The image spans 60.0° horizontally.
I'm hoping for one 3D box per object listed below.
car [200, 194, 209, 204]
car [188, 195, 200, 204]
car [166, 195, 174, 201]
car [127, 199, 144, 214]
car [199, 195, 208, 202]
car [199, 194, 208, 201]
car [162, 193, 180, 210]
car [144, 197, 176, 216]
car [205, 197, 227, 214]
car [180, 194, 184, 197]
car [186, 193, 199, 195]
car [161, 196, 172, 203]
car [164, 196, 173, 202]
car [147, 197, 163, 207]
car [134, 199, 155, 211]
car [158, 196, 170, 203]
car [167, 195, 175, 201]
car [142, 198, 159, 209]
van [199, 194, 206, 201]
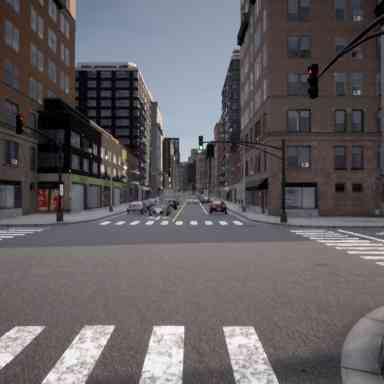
[{"bbox_3d":[2.796,1.624,63.519,1.802,1.307,4.206,1,0,0],"label":"car"},{"bbox_3d":[0.118,1.642,62.386,1.895,1.301,4.718,0,0,0],"label":"car"},{"bbox_3d":[-5.684,1.573,85.712,1.752,1.417,4.829,1,0,0],"label":"car"},{"bbox_3d":[-5.815,1.603,35.610,1.802,1.307,4.206,1,0,0],"label":"car"},{"bbox_3d":[2.837,1.487,80.276,1.967,1.590,4.097,1,0,0],"label":"car"},{"bbox_3d":[2.852,1.363,85.862,2.192,1.841,5.009,1,0,0],"label":"car"},{"bbox_3d":[-3.018,1.249,43.224,2.150,2.045,5.566,0,0,0],"label":"car"},{"bbox_3d":[-3.043,1.510,32.395,2.128,1.511,4.902,0,0,0],"label":"car"},{"bbox_3d":[2.730,1.566,35.591,1.887,1.381,4.507,1,0,0],"label":"car"},{"bbox_3d":[-2.971,1.585,57.052,2.033,1.411,5.357,0,0,0],"label":"car"},{"bbox_3d":[0.141,1.430,72.362,1.994,1.385,4.181,0,0,0],"label":"car"},{"bbox_3d":[-5.713,1.611,74.711,1.947,1.339,4.313,1,0,0],"label":"car"},{"bbox_3d":[-5.699,1.613,80.296,1.947,1.339,4.313,1,0,0],"label":"car"},{"bbox_3d":[-5.772,1.586,52.367,2.008,1.369,4.403,1,0,0],"label":"car"},{"bbox_3d":[-5.801,1.592,41.195,1.947,1.339,4.313,1,0,0],"label":"car"},{"bbox_3d":[-5.728,1.595,69.125,2.008,1.369,4.403,1,0,0],"label":"car"},{"bbox_3d":[-5.670,1.631,91.468,1.802,1.307,4.206,1,0,0],"label":"car"},{"bbox_3d":[-5.786,1.556,46.612,1.752,1.417,4.829,1,0,0],"label":"car"},{"bbox_3d":[2.865,1.390,91.448,1.690,1.788,3.998,1,0,0],"label":"van"}]
